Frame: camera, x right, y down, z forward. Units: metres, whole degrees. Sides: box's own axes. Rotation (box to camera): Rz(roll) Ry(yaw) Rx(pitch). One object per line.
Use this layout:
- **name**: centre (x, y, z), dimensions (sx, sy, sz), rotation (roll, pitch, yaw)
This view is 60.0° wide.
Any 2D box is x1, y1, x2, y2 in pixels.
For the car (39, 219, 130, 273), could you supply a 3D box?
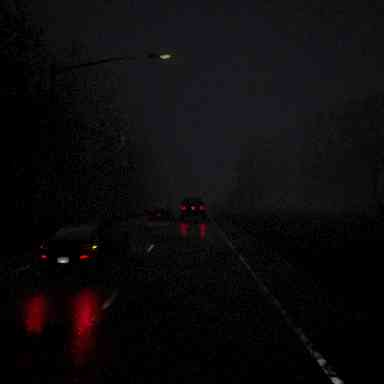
- **car**: centre (-3.322, 1.622, 10.966), dimensions (1.812, 1.442, 4.674), rotation (0, 0, 1)

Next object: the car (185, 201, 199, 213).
- **car**: centre (0.049, 1.919, 44.694), dimensions (1.812, 1.442, 4.674), rotation (0, 0, 0)

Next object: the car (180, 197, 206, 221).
- **car**: centre (0.097, 1.482, 29.995), dimensions (2.150, 2.045, 5.566), rotation (0, -1, 0)

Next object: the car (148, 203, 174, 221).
- **car**: centre (-2.740, 1.744, 30.391), dimensions (1.882, 1.535, 5.008), rotation (0, 0, 2)
